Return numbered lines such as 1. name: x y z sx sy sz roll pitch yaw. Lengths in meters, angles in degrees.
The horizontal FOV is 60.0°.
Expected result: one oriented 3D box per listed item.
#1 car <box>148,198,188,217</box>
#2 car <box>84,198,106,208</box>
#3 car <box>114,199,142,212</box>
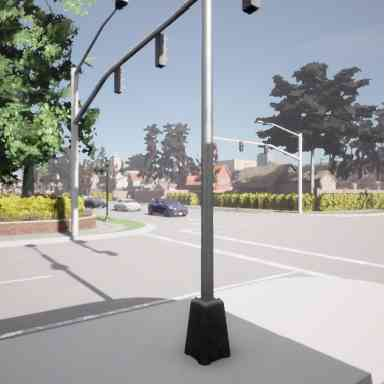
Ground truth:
1. car: -2.323 1.352 31.360 2.097 1.767 4.553 0 0 -36
2. car: -13.876 1.548 47.321 2.033 1.411 5.357 0 0 -36
3. car: -7.542 1.526 38.577 1.812 1.442 4.674 0 0 -36
